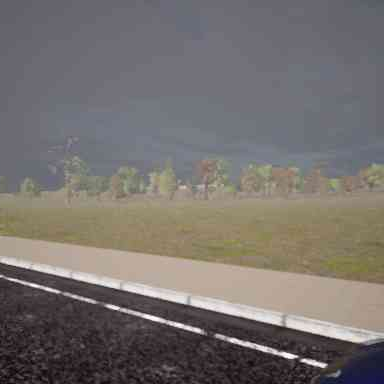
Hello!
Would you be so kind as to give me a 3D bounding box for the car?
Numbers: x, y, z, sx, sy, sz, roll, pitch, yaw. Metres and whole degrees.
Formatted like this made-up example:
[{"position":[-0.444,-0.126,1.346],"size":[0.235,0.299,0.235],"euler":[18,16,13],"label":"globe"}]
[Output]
[{"position":[2.941,1.481,1.465],"size":[4.792,1.488,2.163],"euler":[-1,-1,35],"label":"car"}]
